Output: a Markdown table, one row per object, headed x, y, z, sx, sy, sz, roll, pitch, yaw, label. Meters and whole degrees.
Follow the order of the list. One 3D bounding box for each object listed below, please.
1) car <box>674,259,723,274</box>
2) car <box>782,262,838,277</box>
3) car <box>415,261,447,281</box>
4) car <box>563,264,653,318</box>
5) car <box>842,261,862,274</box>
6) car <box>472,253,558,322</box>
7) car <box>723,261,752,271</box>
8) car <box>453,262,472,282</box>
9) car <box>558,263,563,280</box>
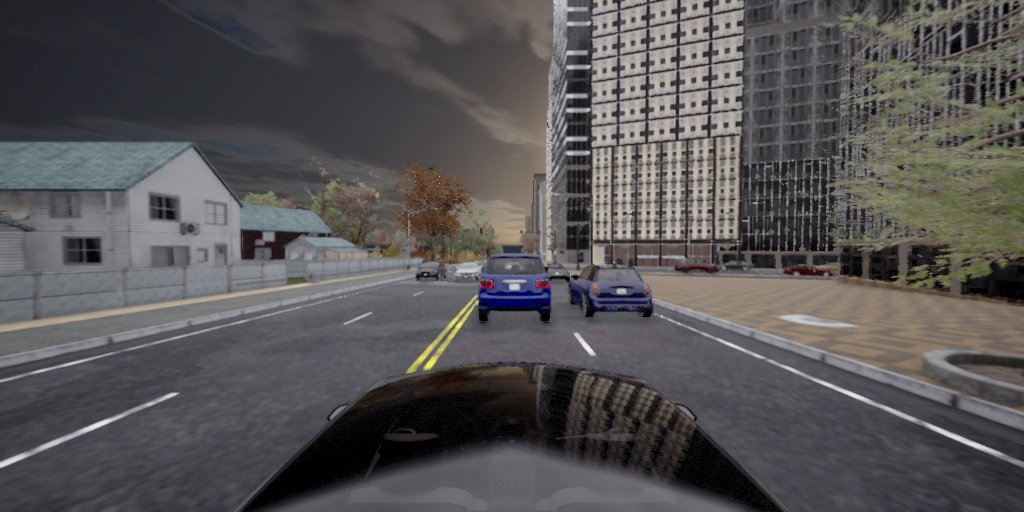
| x | y | z | sx | sy | sz | roll | pitch | yaw | label |
| --- | --- | --- | --- | --- | --- | --- | --- | --- | --- |
| 23.020 | 1.308 | 44.831 | 5.009 | 1.841 | 2.192 | 0 | 0 | 20 | car |
| 33.665 | 1.636 | 40.931 | 4.507 | 1.381 | 1.888 | 0 | 0 | 20 | car |
| -6.584 | 1.193 | 29.712 | 1.837 | 1.490 | 4.892 | 0 | 0 | 0 | car |
| 3.333 | 1.075 | 13.001 | 2.097 | 1.767 | 4.553 | 0 | 0 | 0 | car |
| 38.988 | 1.455 | 38.982 | 5.009 | 1.841 | 2.192 | 0 | 0 | 20 | car |
| 0.085 | 0.941 | 12.358 | 2.150 | 2.045 | 5.566 | 0 | 0 | 0 | car |
| 31.054 | 1.373 | 50.278 | 4.403 | 1.370 | 2.007 | 0 | 0 | 20 | car |
| -3.338 | 1.214 | 28.256 | 1.812 | 1.442 | 4.674 | 0 | 0 | 0 | car |
| 3.336 | 1.252 | 28.419 | 1.994 | 1.385 | 4.181 | 0 | 0 | 0 | car |
